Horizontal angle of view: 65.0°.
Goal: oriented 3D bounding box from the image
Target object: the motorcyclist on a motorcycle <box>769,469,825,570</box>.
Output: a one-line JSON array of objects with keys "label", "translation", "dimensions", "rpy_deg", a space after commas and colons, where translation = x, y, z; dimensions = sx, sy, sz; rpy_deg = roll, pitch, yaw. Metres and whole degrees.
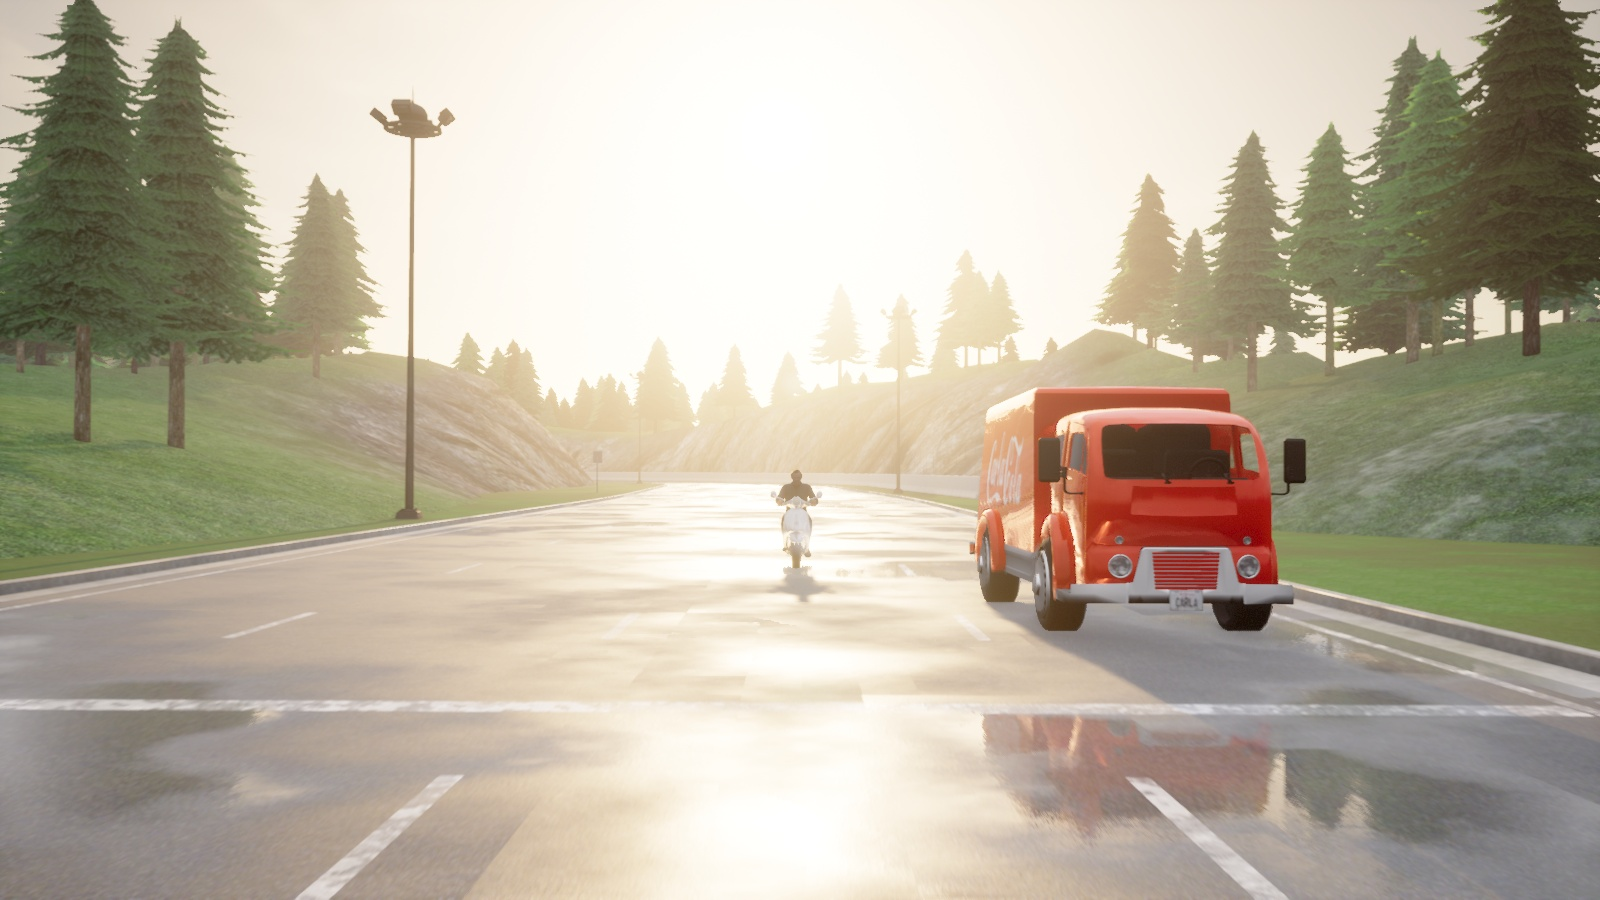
[{"label": "motorcyclist on a motorcycle", "translation": [-0.050, 1.115, 20.702], "dimensions": [0.866, 1.590, 1.817], "rpy_deg": [0, -1, 0]}]

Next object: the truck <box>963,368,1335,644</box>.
[{"label": "truck", "translation": [3.465, 0.547, 13.862], "dimensions": [2.627, 2.467, 5.204], "rpy_deg": [0, -1, 0]}]
